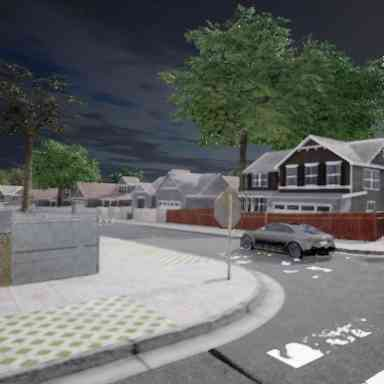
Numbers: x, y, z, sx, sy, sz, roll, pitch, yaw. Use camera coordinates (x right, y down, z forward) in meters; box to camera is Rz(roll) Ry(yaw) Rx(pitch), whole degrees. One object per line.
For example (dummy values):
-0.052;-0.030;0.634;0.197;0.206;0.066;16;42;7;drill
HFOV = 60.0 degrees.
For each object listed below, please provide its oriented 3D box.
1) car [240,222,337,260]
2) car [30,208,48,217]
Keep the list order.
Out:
3.975;1.972;14.326;1.994;1.385;4.181;1;-3;-31;car
-21.018;2.922;45.122;2.128;1.511;4.902;2;-3;-38;car
